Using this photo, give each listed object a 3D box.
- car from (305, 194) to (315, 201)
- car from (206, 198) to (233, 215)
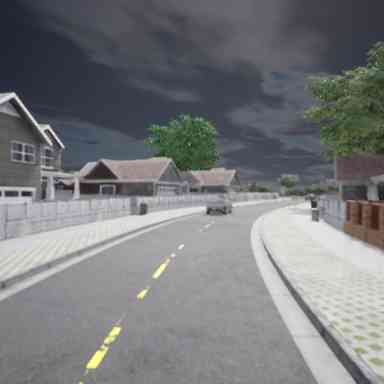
[{"bbox_3d":[27.061,1.222,76.329,1.812,1.442,4.674,0,0,27],"label":"car"},{"bbox_3d":[2.691,1.328,32.177,1.837,1.490,4.892,0,0,18],"label":"car"}]
